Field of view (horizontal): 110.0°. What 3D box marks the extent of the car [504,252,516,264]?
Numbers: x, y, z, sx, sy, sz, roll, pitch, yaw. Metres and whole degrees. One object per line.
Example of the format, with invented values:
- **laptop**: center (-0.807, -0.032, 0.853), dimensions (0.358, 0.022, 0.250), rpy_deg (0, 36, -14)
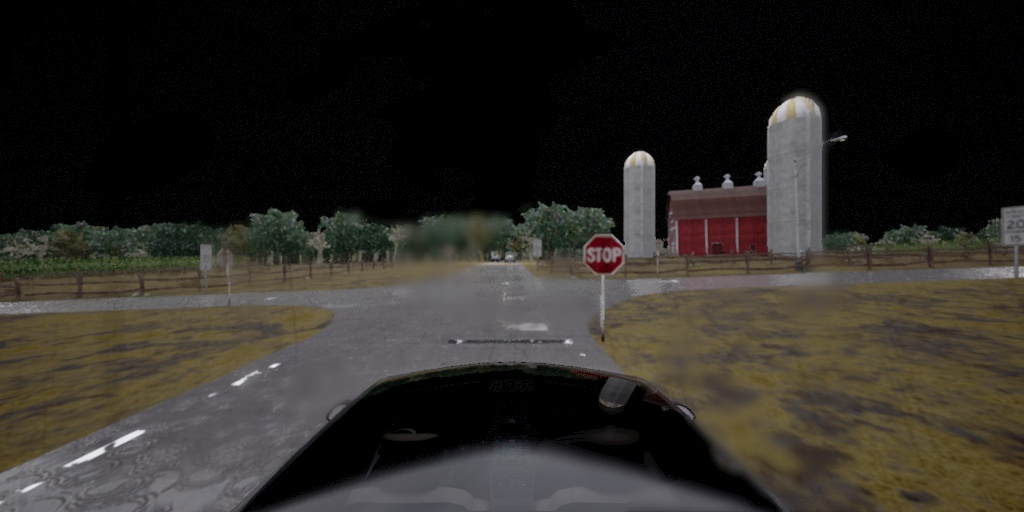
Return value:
- **car**: center (-0.354, 0.544, 63.613), dimensions (2.128, 1.511, 4.902), rpy_deg (0, 0, 0)
